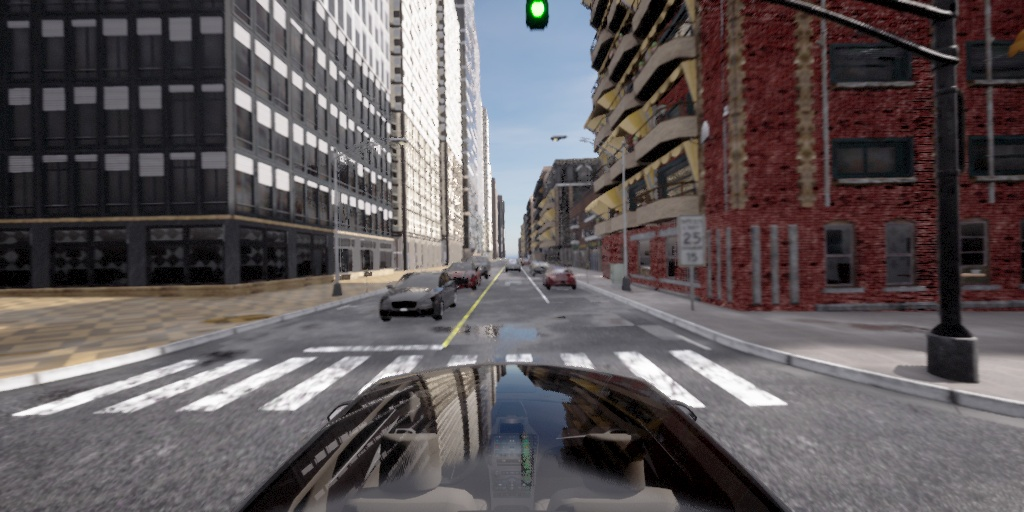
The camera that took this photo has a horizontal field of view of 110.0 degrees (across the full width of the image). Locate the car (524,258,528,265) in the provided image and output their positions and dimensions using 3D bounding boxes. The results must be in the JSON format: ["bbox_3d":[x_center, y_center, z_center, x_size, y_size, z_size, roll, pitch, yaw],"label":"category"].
[{"bbox_3d":[2.728,1.220,39.870,2.007,1.370,4.403,0,0,0],"label":"car"}]

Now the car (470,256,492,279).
[{"bbox_3d":[-3.079,1.002,32.883,2.150,2.045,5.566,-1,0,1],"label":"car"}]

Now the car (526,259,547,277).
[{"bbox_3d":[2.721,1.218,34.221,2.007,1.370,4.403,0,0,0],"label":"car"}]

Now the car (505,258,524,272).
[{"bbox_3d":[0.125,1.287,44.706,1.994,1.385,4.181,-1,0,1],"label":"car"}]

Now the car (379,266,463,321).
[{"bbox_3d":[-3.103,1.279,12.660,1.837,1.490,4.892,-1,0,0],"label":"car"}]

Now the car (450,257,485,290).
[{"bbox_3d":[-3.095,1.128,22.418,2.097,1.767,4.553,-1,0,0],"label":"car"}]

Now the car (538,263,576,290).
[{"bbox_3d":[2.756,1.244,21.304,1.802,1.307,4.207,0,0,0],"label":"car"}]
